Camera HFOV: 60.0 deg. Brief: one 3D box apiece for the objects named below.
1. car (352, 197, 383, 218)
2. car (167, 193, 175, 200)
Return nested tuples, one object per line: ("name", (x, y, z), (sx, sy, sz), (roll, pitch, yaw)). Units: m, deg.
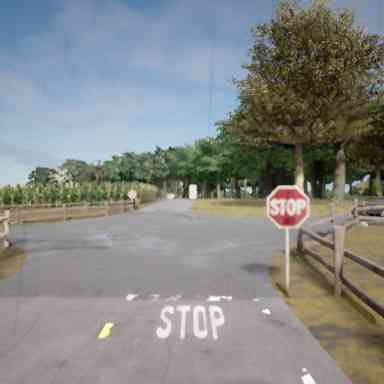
("car", (12.760, 0.961, 20.375), (5.357, 1.411, 2.033), (-2, -2, 0))
("car", (-4.866, 1.010, 77.351), (1.812, 1.442, 4.674), (0, 0, 0))
